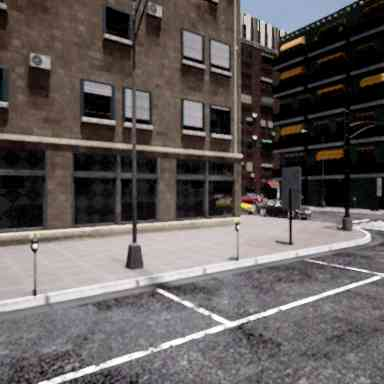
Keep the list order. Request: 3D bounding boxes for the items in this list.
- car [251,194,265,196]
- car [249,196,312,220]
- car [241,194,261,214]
[{"bbox_3d":[6.906,0.929,38.538,1.967,1.590,4.097,1,0,-36],"label":"car"},{"bbox_3d":[6.722,1.231,24.631,2.008,1.369,4.403,1,0,-36],"label":"car"},{"bbox_3d":[3.527,1.131,28.981,1.752,1.417,4.829,1,0,-36],"label":"car"}]
